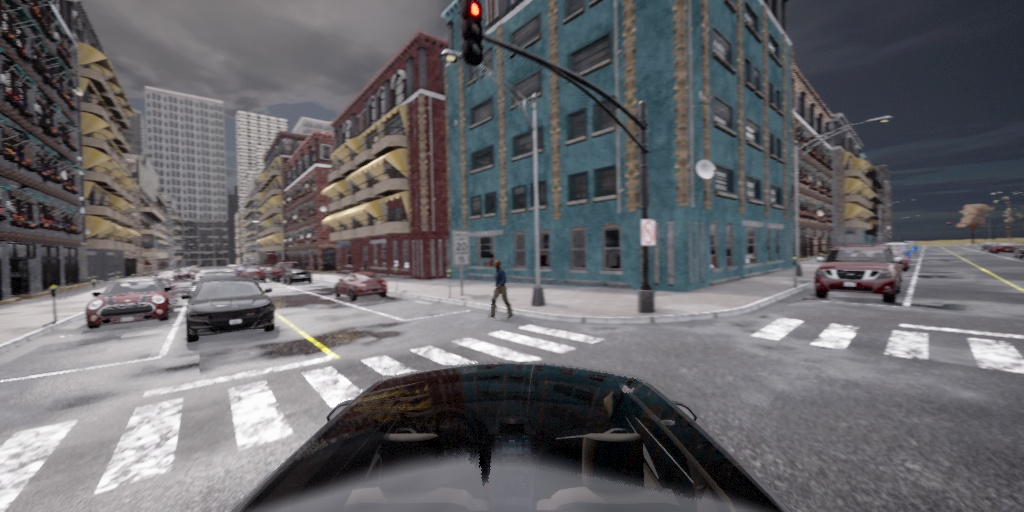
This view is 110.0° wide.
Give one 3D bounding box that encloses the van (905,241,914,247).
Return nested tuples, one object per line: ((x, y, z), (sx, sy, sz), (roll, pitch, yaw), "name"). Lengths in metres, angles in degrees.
((29.506, -0.123, 27.659), (3.998, 1.789, 1.690), (0, 0, -41), "van")

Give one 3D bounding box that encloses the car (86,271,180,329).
((-13.624, 1.531, 13.034), (1.967, 1.591, 4.097), (0, 0, -40), "car")

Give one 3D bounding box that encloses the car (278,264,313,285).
((-18.437, 1.682, 30.833), (1.948, 1.339, 4.313), (0, 0, -40), "car")

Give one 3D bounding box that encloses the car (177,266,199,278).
((-38.809, 2.099, 42.602), (1.967, 1.591, 4.097), (0, 0, -40), "car")

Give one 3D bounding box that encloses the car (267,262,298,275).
((-22.035, 1.512, 35.057), (2.192, 1.841, 5.009), (0, 0, -40), "car")

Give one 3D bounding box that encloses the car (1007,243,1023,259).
((47.251, -0.435, 32.600), (4.403, 1.370, 2.007), (0, 0, -41), "car")

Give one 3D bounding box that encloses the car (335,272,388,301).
((-7.640, 1.454, 18.165), (1.802, 1.307, 4.207), (0, 0, -40), "car")

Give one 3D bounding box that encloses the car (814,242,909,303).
((12.725, 0.515, 13.128), (5.009, 1.841, 2.192), (0, 0, -41), "car")

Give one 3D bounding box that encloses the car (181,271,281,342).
((-8.637, 1.430, 10.947), (1.882, 1.535, 5.008), (-2, 1, -41), "car")

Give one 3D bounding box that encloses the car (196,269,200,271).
((-21.502, 1.807, 26.065), (1.994, 1.385, 4.181), (-2, 1, -41), "car")

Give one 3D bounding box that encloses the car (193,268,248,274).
((-15.058, 1.602, 18.493), (1.837, 1.490, 4.892), (-2, 1, -40), "car")

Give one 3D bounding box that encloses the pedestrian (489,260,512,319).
((-0.382, 0.993, 10.846), (0.375, 1.860, 0.375), (-3, 2, -40), "pedestrian")

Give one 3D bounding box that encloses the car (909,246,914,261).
((25.311, 0.248, 24.026), (4.507, 1.381, 1.888), (0, 0, -41), "car")

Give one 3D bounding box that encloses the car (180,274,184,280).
((-17.222, 1.754, 17.258), (1.802, 1.307, 4.207), (0, 0, -40), "car")

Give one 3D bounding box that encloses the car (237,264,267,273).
((-25.324, 1.824, 35.008), (1.812, 1.442, 4.674), (-2, 1, -40), "car")
